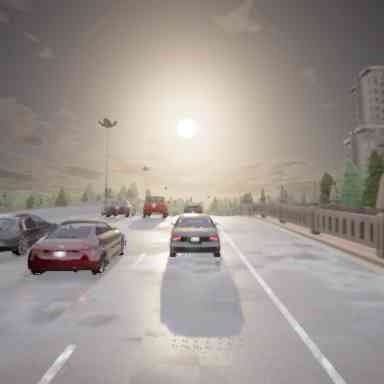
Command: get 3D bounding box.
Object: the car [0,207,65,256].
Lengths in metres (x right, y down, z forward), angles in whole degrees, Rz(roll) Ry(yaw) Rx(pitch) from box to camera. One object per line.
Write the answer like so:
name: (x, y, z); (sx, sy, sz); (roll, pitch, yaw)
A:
car: (-6.898, 1.558, 13.143); (2.033, 1.411, 5.357); (0, 0, 0)

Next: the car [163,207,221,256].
car: (0.101, 1.557, 13.096); (2.033, 1.411, 5.357); (0, 0, 0)

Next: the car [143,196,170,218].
car: (-3.395, 1.450, 32.252); (2.150, 2.045, 5.566); (0, -2, 0)

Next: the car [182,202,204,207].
car: (0.105, 1.770, 33.176); (1.837, 1.490, 4.892); (0, -2, 0)

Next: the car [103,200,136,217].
car: (-6.895, 1.606, 32.863); (2.097, 1.767, 4.553); (0, -2, 0)

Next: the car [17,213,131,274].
car: (-3.399, 1.572, 10.563); (1.994, 1.385, 4.181); (0, 0, 0)

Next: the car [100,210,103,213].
car: (-14.042, 3.524, 54.039); (1.994, 1.385, 4.181); (0, -6, 0)
